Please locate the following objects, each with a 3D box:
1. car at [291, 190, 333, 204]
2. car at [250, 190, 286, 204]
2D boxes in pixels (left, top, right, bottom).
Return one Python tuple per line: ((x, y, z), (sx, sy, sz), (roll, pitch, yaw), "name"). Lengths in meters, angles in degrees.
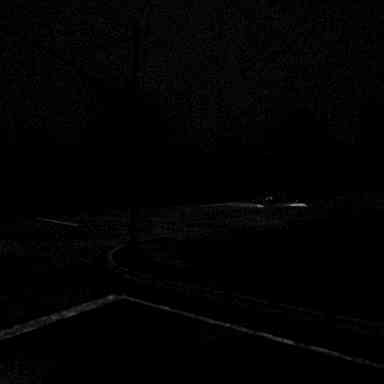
((14.130, 0.497, 39.008), (5.357, 1.411, 2.033), (-4, 3, -30), "car")
((9.204, 0.606, 40.029), (4.892, 1.490, 1.837), (-4, 2, -32), "car")
